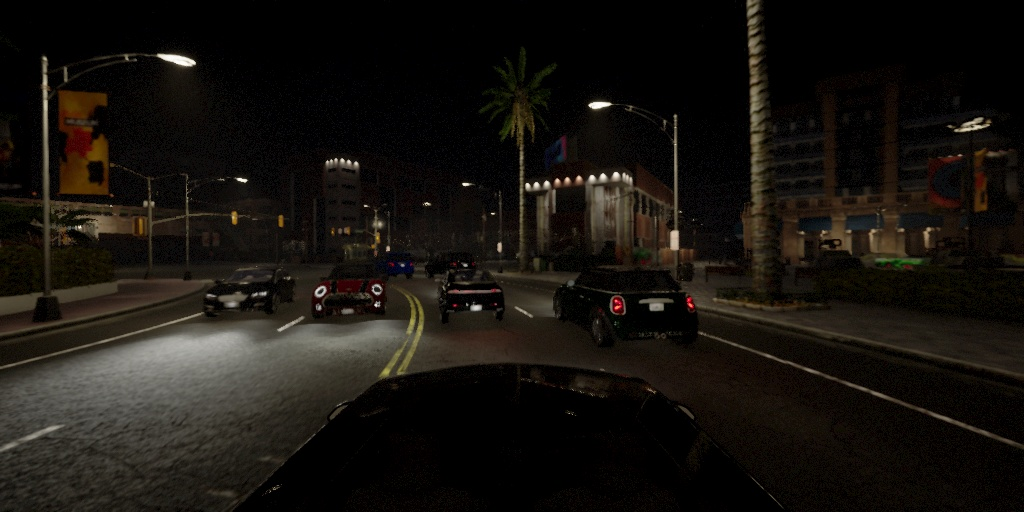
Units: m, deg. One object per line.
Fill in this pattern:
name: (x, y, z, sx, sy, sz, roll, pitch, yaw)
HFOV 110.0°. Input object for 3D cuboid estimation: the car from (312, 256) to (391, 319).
car: (-5.528, 1.028, 12.696, 2.097, 1.767, 4.553, -1, 1, -18)

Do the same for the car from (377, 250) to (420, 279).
car: (-9.654, 0.773, 28.383, 2.150, 2.045, 5.566, 0, 0, -38)

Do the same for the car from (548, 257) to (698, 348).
car: (2.570, 1.022, 9.258, 2.097, 1.767, 4.553, 0, 1, -9)

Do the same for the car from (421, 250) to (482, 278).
car: (-4.790, 0.758, 27.654, 2.150, 2.045, 5.566, 0, 0, -34)

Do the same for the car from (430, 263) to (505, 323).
car: (-1.522, 1.156, 11.964, 2.128, 1.511, 4.902, 0, 0, -13)

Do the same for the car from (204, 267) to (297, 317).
car: (-9.272, 1.180, 13.090, 2.128, 1.511, 4.902, 0, 1, -20)
